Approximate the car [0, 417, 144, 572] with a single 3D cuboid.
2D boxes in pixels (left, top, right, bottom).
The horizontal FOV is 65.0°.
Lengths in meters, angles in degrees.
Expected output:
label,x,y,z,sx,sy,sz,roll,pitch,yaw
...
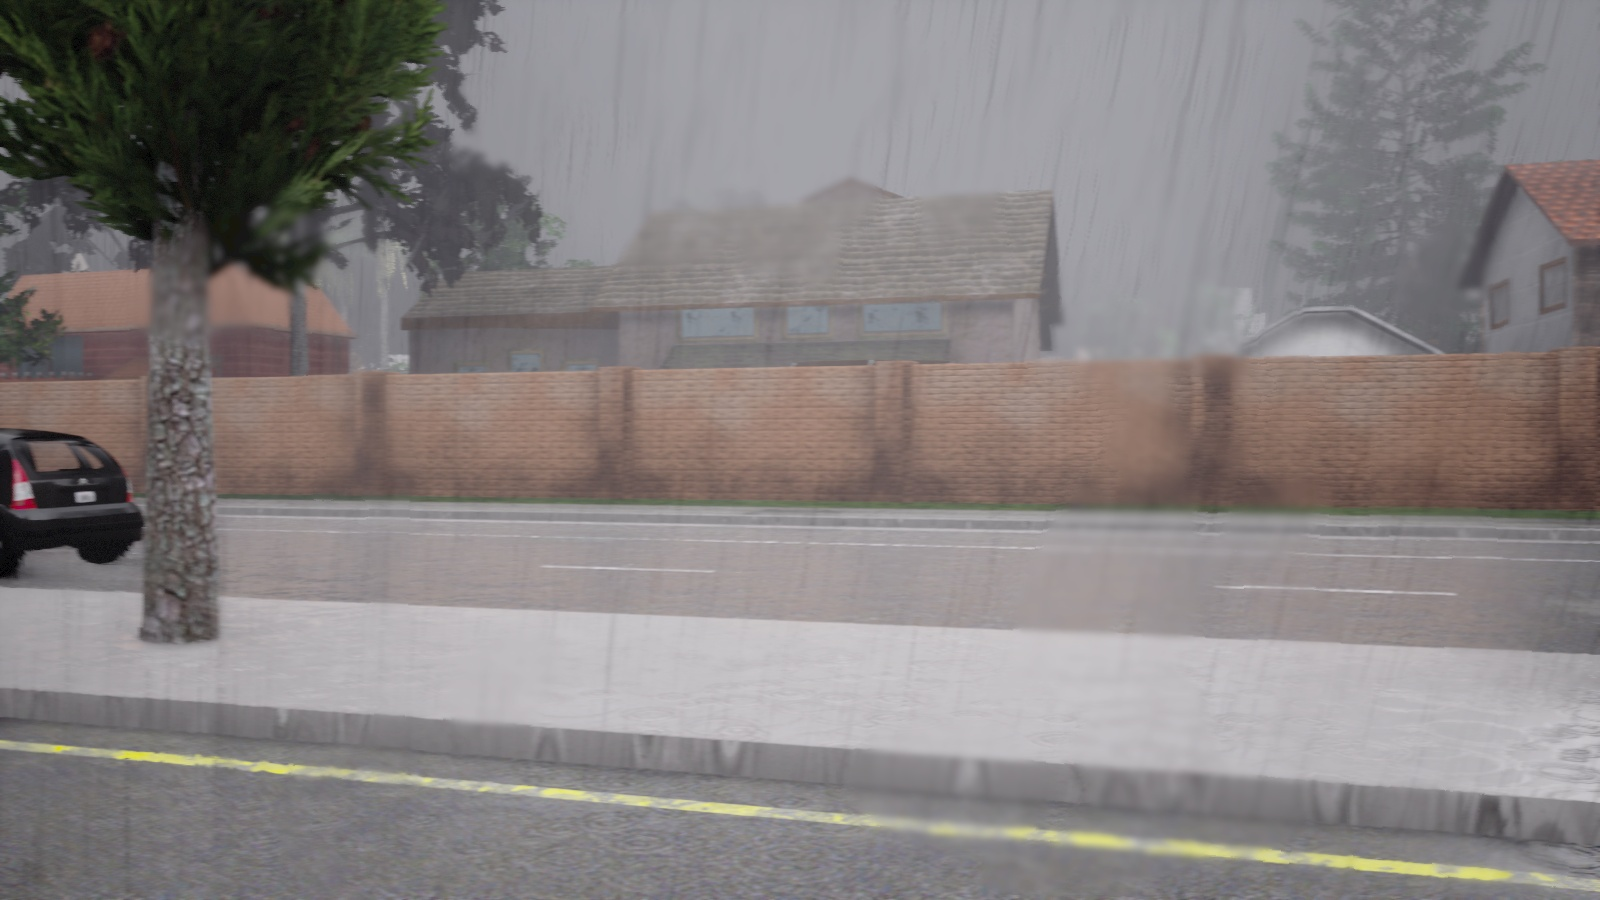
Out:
label,x,y,z,sx,sy,sz,roll,pitch,yaw
car,-9.933,0.435,14.511,3.988,1.617,1.851,0,1,17
